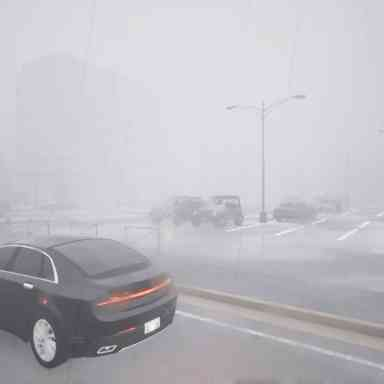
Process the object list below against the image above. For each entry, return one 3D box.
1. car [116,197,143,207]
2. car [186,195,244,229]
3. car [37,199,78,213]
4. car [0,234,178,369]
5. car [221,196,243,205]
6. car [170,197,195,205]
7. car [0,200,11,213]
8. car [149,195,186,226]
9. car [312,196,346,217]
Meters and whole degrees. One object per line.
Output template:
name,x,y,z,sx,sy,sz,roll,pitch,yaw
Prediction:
car,-9.845,1.504,52.457,1.837,1.490,4.892,0,0,34
car,1.666,1.156,20.256,1.905,1.878,3.866,0,0,34
car,-15.306,1.526,38.064,1.812,1.442,4.674,0,0,34
car,-2.492,1.505,5.776,4.892,1.490,1.837,0,0,36
car,7.055,1.504,58.426,1.837,1.490,4.892,0,0,34
car,-1.575,1.601,58.377,1.895,1.301,4.718,0,0,34
car,-21.673,1.504,34.908,1.837,1.490,4.892,0,0,34
car,-0.699,1.153,21.926,1.932,1.855,4.605,0,0,34
car,13.710,1.395,33.194,1.970,1.475,3.806,0,0,34
